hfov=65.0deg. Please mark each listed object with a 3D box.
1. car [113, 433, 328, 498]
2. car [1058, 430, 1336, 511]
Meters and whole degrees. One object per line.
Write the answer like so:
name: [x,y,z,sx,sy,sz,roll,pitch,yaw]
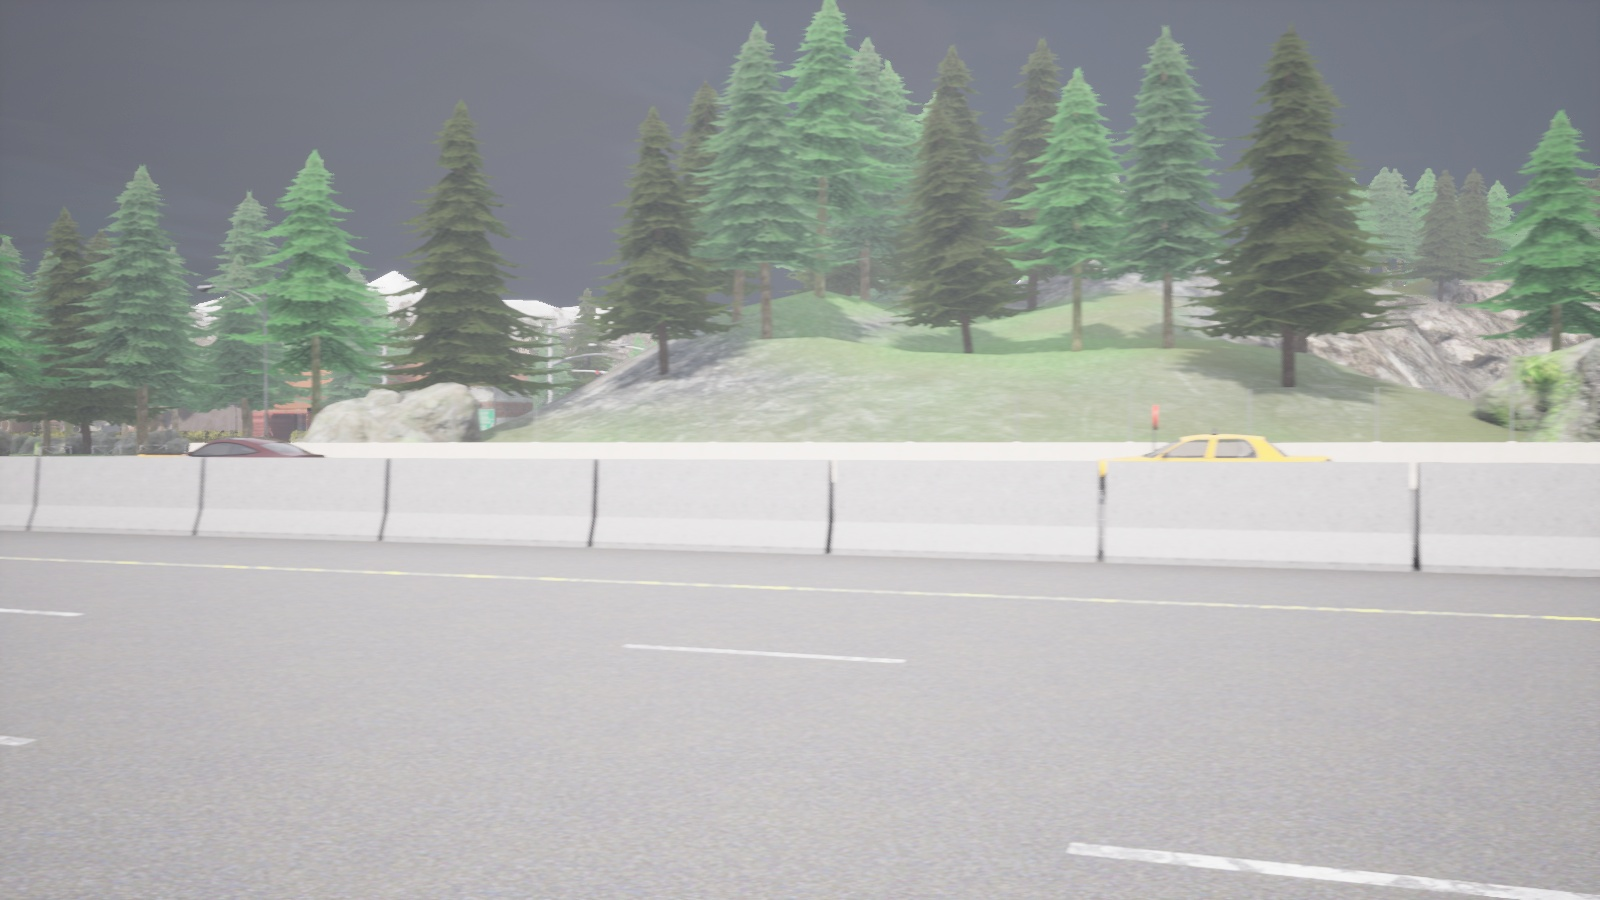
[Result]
car: [-13.834,0.322,30.002,4.674,1.442,1.812,1,1,19]
car: [8.224,0.376,26.272,5.366,1.575,1.801,1,1,19]
